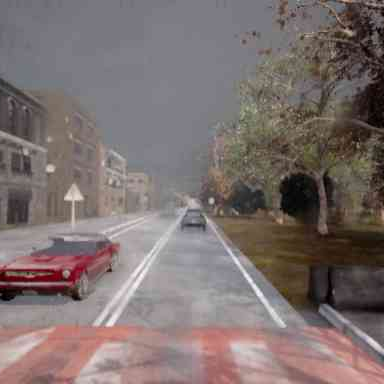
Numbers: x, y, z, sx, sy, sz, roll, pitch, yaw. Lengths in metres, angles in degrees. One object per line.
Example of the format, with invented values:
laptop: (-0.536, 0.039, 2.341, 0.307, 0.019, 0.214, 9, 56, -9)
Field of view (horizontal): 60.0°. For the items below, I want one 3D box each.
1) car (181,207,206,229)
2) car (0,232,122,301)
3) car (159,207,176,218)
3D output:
car: (0.130, 2.179, 26.587, 1.994, 1.385, 4.181, 0, -1, 0)
car: (-3.323, 1.821, 9.046, 1.895, 1.301, 4.718, 0, -1, 0)
car: (-3.206, 2.689, 44.272, 1.895, 1.301, 4.718, 0, -2, 0)
